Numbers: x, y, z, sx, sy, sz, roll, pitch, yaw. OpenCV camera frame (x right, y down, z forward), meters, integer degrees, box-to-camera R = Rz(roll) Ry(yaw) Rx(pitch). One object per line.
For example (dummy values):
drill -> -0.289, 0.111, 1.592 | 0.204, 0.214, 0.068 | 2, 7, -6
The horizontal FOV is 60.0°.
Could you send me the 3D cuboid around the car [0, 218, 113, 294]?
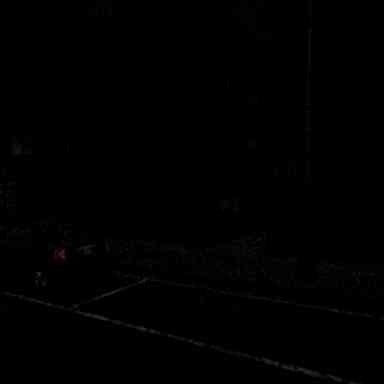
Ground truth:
car -> -4.145, 1.446, 8.855 | 4.097, 1.590, 1.967 | 0, 1, 30
